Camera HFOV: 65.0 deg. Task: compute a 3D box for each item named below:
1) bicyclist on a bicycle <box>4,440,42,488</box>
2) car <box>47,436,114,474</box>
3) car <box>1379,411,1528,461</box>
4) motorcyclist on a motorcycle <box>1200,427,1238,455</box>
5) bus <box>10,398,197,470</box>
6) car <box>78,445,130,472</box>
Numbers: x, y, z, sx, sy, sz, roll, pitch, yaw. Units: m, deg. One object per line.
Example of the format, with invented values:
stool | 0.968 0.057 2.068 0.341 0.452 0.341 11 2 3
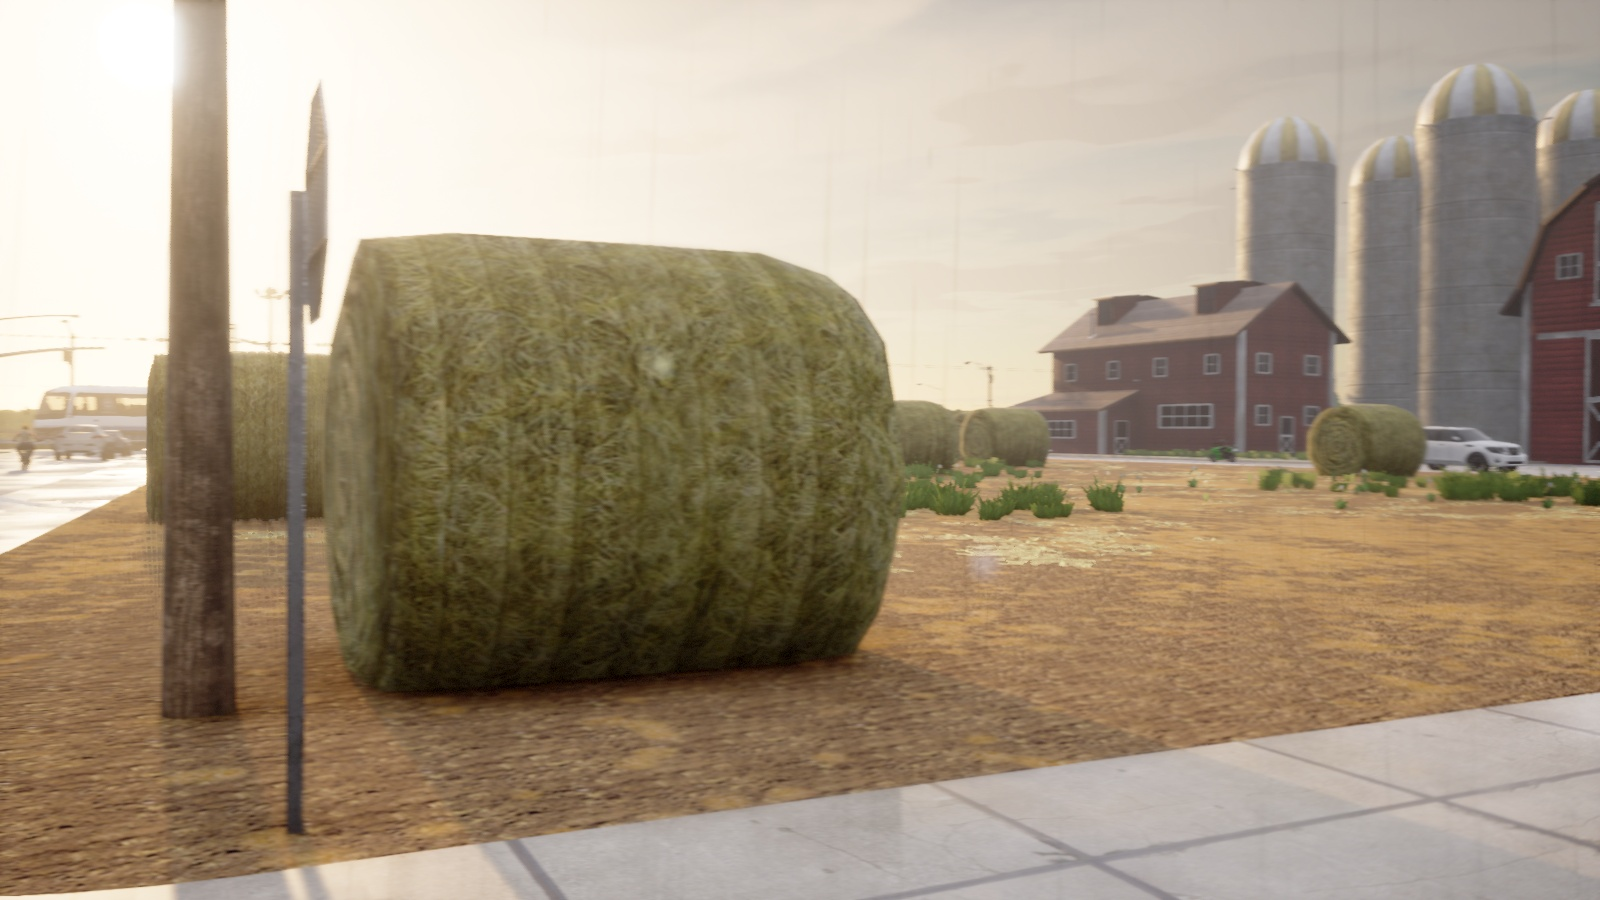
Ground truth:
bicyclist on a bicycle | -26.898 0.481 43.476 0.866 1.612 1.509 -1 1 -23
car | -33.342 0.212 58.316 2.152 1.651 5.027 -1 1 -24
car | 28.618 -0.630 55.218 2.150 2.045 5.566 -2 1 -28
motorcyclist on a motorcycle | 23.968 -0.519 71.878 0.797 1.523 2.044 -1 1 -27
bus | -45.372 -1.068 82.333 3.944 4.253 10.273 -2 0 24
car | -37.190 0.430 67.191 1.994 1.385 4.181 -1 1 -24
